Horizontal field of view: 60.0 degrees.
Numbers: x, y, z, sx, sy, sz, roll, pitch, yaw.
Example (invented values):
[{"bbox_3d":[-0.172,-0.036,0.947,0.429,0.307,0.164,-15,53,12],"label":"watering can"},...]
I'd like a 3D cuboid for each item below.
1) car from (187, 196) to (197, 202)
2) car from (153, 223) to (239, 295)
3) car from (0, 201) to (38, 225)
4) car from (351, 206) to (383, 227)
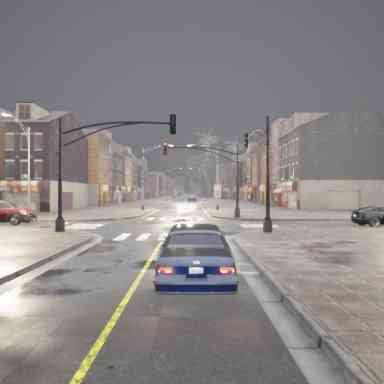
[{"bbox_3d":[0.002,1.548,75.819,1.882,1.535,5.008,0,0,0],"label":"car"},{"bbox_3d":[0.080,1.549,8.885,2.033,1.411,5.357,0,0,0],"label":"car"},{"bbox_3d":[-13.472,1.396,23.602,4.553,1.767,2.097,0,0,-1],"label":"car"},{"bbox_3d":[12.351,1.522,21.002,4.313,1.339,1.947,0,0,0],"label":"car"}]
